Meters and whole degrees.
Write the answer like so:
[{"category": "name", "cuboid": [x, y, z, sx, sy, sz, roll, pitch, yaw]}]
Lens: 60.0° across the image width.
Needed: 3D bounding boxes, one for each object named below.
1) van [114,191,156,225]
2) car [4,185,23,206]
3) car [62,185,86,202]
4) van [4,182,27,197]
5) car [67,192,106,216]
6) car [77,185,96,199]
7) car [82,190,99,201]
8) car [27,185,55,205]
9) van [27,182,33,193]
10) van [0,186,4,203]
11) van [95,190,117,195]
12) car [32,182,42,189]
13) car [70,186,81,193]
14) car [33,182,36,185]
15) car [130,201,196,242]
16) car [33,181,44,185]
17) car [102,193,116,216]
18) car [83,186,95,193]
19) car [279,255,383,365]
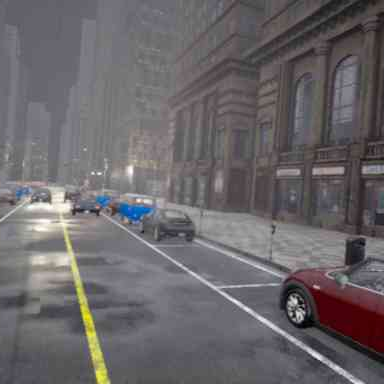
[{"category": "van", "cuboid": [-3.412, 1.039, 20.695, 1.690, 1.788, 3.998, 4, 0, -23]}, {"category": "car", "cuboid": [-15.650, 0.372, 27.851, 1.802, 1.307, 4.206, 4, 0, -23]}, {"category": "car", "cuboid": [-13.914, 0.370, 38.769, 1.882, 1.535, 5.008, 4, 0, -22]}, {"category": "van", "cuboid": [-17.826, -0.040, 33.085, 1.690, 1.788, 3.998, 4, 0, -23]}, {"category": "car", "cuboid": [-7.814, 0.971, 24.227, 1.895, 1.301, 4.718, 4, 0, -22]}, {"category": "car", "cuboid": [-16.569, -0.014, 52.099, 2.192, 1.841, 5.009, 4, 0, -23]}, {"category": "car", "cuboid": [-14.395, 0.423, 46.866, 1.802, 1.307, 4.206, 4, 0, -23]}, {"category": "car", "cuboid": [-14.252, 0.388, 31.666, 1.837, 1.490, 4.892, 4, 0, -23]}, {"category": "van", "cuboid": [-22.212, -0.382, 43.553, 1.690, 1.788, 3.998, 4, 0, -23]}, {"category": "van", "cuboid": [-11.247, 0.475, 17.383, 1.690, 1.788, 3.998, 4, 0, -23]}, {"category": "van", "cuboid": [-7.798, 0.696, 31.163, 1.690, 1.788, 3.998, 4, 0, -23]}, {"category": "car", "cuboid": [-39.191, -1.597, 84.055, 1.967, 1.590, 4.097, 4, 0, -23]}, {"category": "car", "cuboid": [-27.006, -0.586, 76.966, 2.008, 1.369, 4.403, 4, 0, -23]}, {"category": "car", "cuboid": [-24.353, -0.364, 48.630, 1.752, 1.417, 4.829, 4, 0, -23]}, {"category": "car", "cuboid": [-1.233, 1.421, 15.461, 2.008, 1.369, 4.403, 4, 0, -23]}, {"category": "car", "cuboid": [-37.003, -1.554, 78.853, 2.192, 1.841, 5.009, 4, 0, -23]}, {"category": "car", "cuboid": [-5.619, 1.070, 25.929, 1.887, 1.381, 4.507, 4, 0, -23]}, {"category": "car", "cuboid": [-12.191, 0.452, 41.631, 1.967, 1.590, 4.097, 4, 0, -23]}, {"category": "car", "cuboid": [3.161, 1.657, 4.992, 1.967, 1.590, 4.097, 4, 0, -23]}]
